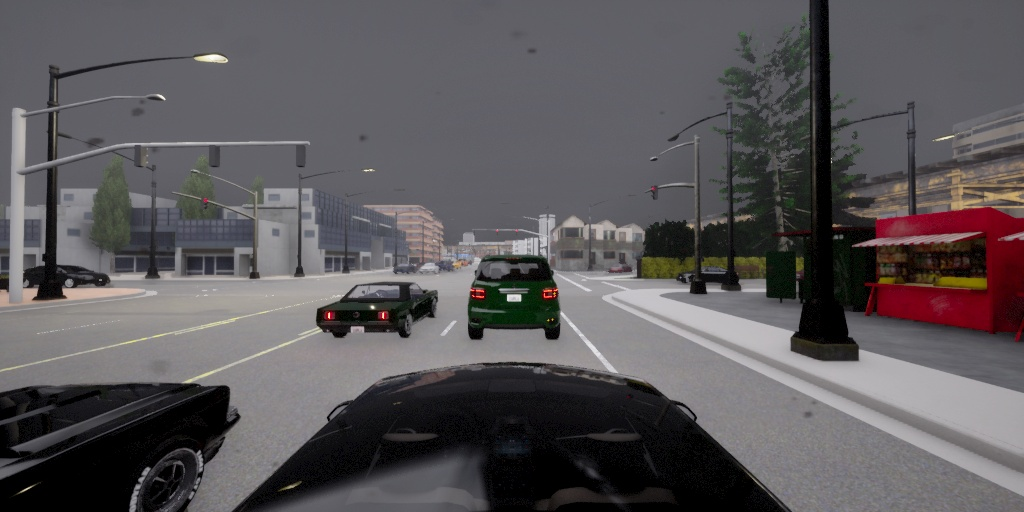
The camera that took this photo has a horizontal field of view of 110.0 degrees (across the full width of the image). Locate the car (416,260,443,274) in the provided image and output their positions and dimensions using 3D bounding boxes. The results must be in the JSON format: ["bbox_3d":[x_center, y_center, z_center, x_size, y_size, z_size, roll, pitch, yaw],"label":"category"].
[{"bbox_3d":[-10.629,1.631,46.426,1.812,1.442,4.674,0,-1,0],"label":"car"}]

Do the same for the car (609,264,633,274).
[{"bbox_3d":[15.638,1.778,51.291,1.994,1.385,4.181,-1,-1,45],"label":"car"}]

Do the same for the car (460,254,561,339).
[{"bbox_3d":[0.059,0.986,10.224,2.150,2.045,5.566,0,0,0],"label":"car"}]

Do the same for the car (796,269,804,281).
[{"bbox_3d":[23.242,1.409,27.045,4.674,1.442,1.812,0,-1,1],"label":"car"}]

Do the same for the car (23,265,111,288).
[{"bbox_3d":[-29.644,1.344,23.742,4.892,1.490,1.837,0,-1,1],"label":"car"}]

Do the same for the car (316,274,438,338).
[{"bbox_3d":[-3.438,1.368,10.240,1.895,1.301,4.718,0,0,0],"label":"car"}]

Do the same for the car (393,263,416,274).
[{"bbox_3d":[-14.141,1.664,47.577,2.033,1.411,5.357,0,-1,0],"label":"car"}]

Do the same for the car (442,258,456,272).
[{"bbox_3d":[-10.622,1.527,56.586,2.097,1.767,4.553,0,0,0],"label":"car"}]

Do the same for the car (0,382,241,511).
[{"bbox_3d":[-3.402,1.351,1.100,1.895,1.301,4.718,0,0,0],"label":"car"}]

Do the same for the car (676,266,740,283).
[{"bbox_3d":[14.745,1.448,27.112,4.181,1.385,1.994,0,-1,0],"label":"car"}]
